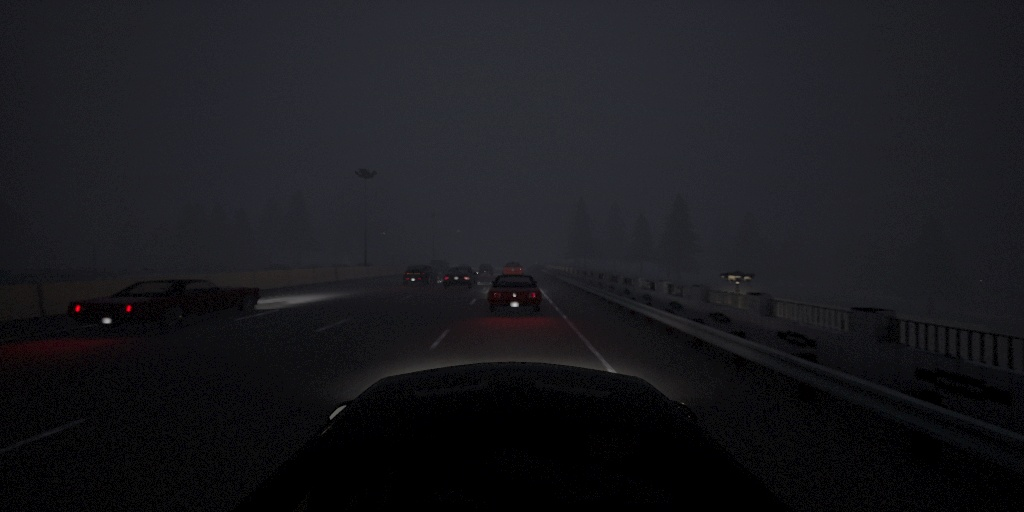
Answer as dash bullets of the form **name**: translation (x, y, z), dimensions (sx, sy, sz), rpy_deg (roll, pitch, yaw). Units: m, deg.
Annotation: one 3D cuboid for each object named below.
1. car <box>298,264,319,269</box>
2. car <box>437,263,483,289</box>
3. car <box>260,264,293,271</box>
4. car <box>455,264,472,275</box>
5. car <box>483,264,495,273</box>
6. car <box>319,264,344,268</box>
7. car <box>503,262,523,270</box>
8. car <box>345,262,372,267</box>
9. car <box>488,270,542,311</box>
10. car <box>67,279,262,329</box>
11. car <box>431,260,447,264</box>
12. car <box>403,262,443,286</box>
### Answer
- **car**: translation (-28.053, 1.885, 50.308), dimensions (2.033, 1.411, 5.357), rpy_deg (0, -1, 1)
- **car**: translation (-3.404, 1.425, 24.423), dimensions (2.033, 1.411, 5.357), rpy_deg (0, -1, 0)
- **car**: translation (-31.559, 1.783, 48.077), dimensions (2.128, 1.511, 4.902), rpy_deg (0, -1, 1)
- **car**: translation (-6.905, 1.882, 51.264), dimensions (1.812, 1.442, 4.674), rpy_deg (0, -1, 0)
- **car**: translation (-3.406, 1.787, 47.717), dimensions (1.837, 1.490, 4.892), rpy_deg (0, -1, 0)
- **car**: translation (-24.564, 1.838, 50.738), dimensions (2.128, 1.511, 4.902), rpy_deg (0, -1, 0)
- **car**: translation (0.096, 1.444, 38.360), dimensions (2.097, 1.767, 4.553), rpy_deg (0, -1, 0)
- **car**: translation (-21.066, 1.692, 50.459), dimensions (2.097, 1.767, 4.553), rpy_deg (0, -1, 0)
- **car**: translation (0.098, 1.400, 14.623), dimensions (1.895, 1.301, 4.718), rpy_deg (0, 0, 0)
- **car**: translation (-10.407, 1.385, 11.434), dimensions (1.895, 1.301, 4.718), rpy_deg (0, 0, 0)
- **car**: translation (-10.407, 1.590, 51.819), dimensions (2.150, 2.045, 5.566), rpy_deg (0, -1, 0)
- **car**: translation (-6.904, 1.420, 27.447), dimensions (1.837, 1.490, 4.892), rpy_deg (0, 0, 0)
